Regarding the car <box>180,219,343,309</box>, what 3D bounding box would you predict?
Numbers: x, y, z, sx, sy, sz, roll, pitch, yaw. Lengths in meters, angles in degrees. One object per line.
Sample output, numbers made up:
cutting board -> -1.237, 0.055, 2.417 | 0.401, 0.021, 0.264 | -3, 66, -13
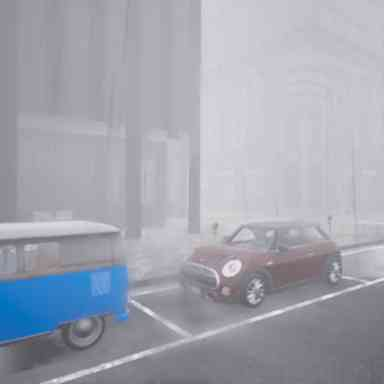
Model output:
car -> 1.697, 1.451, 7.854 | 4.097, 1.590, 1.967 | 0, 0, -36

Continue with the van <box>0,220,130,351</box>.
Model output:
van -> -2.863, 1.342, 4.601 | 3.998, 1.788, 1.690 | 0, 0, -36
